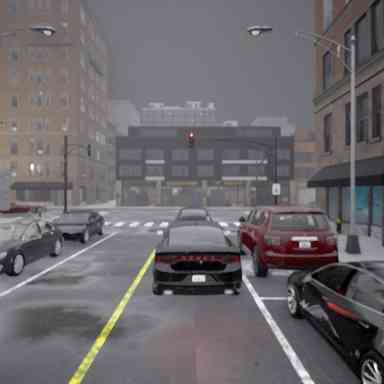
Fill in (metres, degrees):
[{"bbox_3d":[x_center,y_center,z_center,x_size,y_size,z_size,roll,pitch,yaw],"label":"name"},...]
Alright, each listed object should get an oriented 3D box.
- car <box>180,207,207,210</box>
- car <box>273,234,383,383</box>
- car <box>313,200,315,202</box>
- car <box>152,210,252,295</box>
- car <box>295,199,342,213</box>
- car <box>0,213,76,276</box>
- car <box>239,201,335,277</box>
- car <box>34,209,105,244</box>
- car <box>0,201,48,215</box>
[{"bbox_3d":[0.065,1.491,16.448,1.837,1.490,4.892,0,0,0],"label":"car"},{"bbox_3d":[2.632,1.562,4.463,1.947,1.339,4.313,0,0,0],"label":"car"},{"bbox_3d":[15.265,1.279,34.893,5.566,2.045,2.150,0,0,0],"label":"car"},{"bbox_3d":[0.066,1.470,8.715,1.882,1.535,5.008,0,0,-1],"label":"car"},{"bbox_3d":[14.454,1.576,38.120,4.674,1.442,1.812,0,0,0],"label":"car"},{"bbox_3d":[-5.398,1.542,10.118,2.008,1.369,4.403,0,0,0],"label":"car"},{"bbox_3d":[2.627,1.307,10.125,2.192,1.841,5.009,0,0,0],"label":"car"},{"bbox_3d":[-5.403,1.553,15.780,1.947,1.339,4.313,0,0,0],"label":"car"},{"bbox_3d":[-16.129,1.505,31.268,4.718,1.301,1.895,0,0,0],"label":"car"}]
